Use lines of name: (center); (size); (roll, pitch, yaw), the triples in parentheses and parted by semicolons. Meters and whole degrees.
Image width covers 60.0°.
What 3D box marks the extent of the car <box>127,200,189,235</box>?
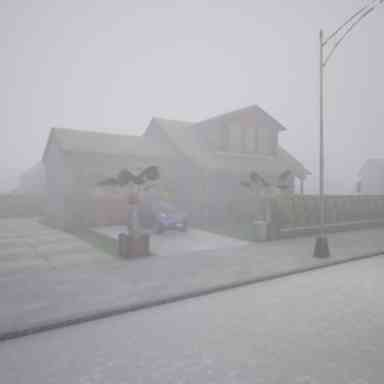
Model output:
car: (-1.690, 1.164, 16.253); (1.845, 1.501, 3.633); (0, 0, -38)
